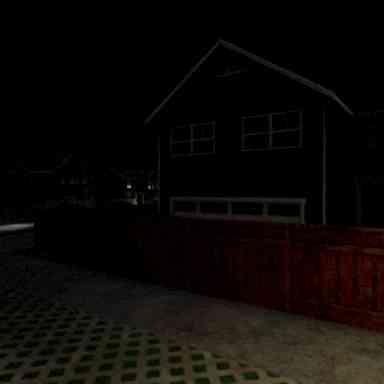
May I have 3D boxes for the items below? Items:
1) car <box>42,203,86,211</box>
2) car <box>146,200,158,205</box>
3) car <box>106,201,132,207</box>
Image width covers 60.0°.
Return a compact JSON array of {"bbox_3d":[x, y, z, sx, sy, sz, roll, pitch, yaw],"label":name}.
[{"bbox_3d":[-11.030,1.702,28.807,2.128,1.511,4.902,0,-1,15],"label":"car"},{"bbox_3d":[-5.247,1.894,49.464,1.882,1.535,5.008,0,-1,16],"label":"car"},{"bbox_3d":[-8.368,1.814,38.383,1.837,1.490,4.892,0,-1,16],"label":"car"}]
